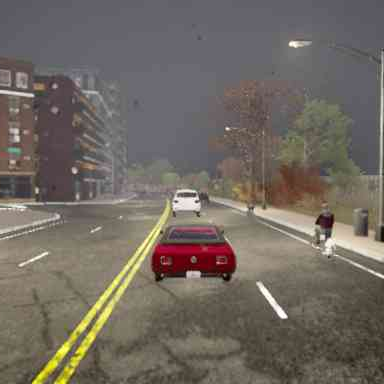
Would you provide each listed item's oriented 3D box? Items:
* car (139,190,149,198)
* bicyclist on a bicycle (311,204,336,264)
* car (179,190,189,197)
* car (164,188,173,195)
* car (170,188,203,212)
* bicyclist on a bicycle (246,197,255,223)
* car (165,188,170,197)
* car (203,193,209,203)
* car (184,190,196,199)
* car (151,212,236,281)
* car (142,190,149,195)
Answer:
[{"bbox_3d":[-10.357,0.412,71.570,2.097,1.767,4.553,0,1,-6],"label":"car"},{"bbox_3d":[4.033,1.235,10.304,0.659,1.776,1.843,0,1,-1],"label":"bicyclist on a bicycle"},{"bbox_3d":[-2.108,0.335,85.135,1.882,1.535,5.008,0,1,-7],"label":"car"},{"bbox_3d":[-6.600,-0.138,94.333,2.150,2.045,5.566,0,1,-8],"label":"car"},{"bbox_3d":[-0.520,0.857,27.875,2.150,2.045,5.566,0,1,-2],"label":"car"},{"bbox_3d":[3.765,1.171,21.383,0.582,1.620,1.656,0,0,-2],"label":"bicyclist on a bicycle"},{"bbox_3d":[-5.287,0.396,84.351,2.128,1.511,4.902,0,1,-7],"label":"car"},{"bbox_3d":[1.472,0.852,49.600,1.837,1.490,4.892,0,1,-4],"label":"car"},{"bbox_3d":[-0.413,0.420,70.252,2.097,1.767,4.553,0,1,-6],"label":"car"},{"bbox_3d":[0.006,1.478,9.436,1.895,1.301,4.718,0,1,-1],"label":"car"},{"bbox_3d":[-12.261,0.098,87.668,1.812,1.442,4.674,0,1,-7],"label":"car"}]
